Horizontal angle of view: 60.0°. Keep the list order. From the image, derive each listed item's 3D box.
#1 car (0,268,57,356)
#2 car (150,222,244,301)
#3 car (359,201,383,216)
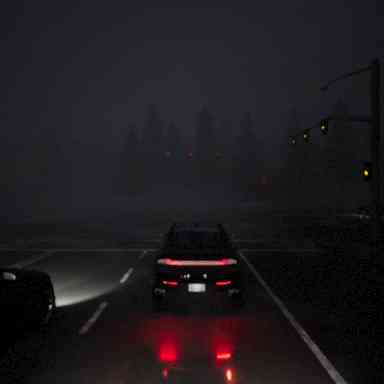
[{"bbox_3d":[-3.403,1.559,4.249,1.994,1.385,4.181,0,0,0],"label":"car"},{"bbox_3d":[0.124,1.482,8.315,2.128,1.511,4.902,0,0,1],"label":"car"},{"bbox_3d":[18.703,1.456,31.193,5.357,1.411,2.033,0,0,0],"label":"car"}]
